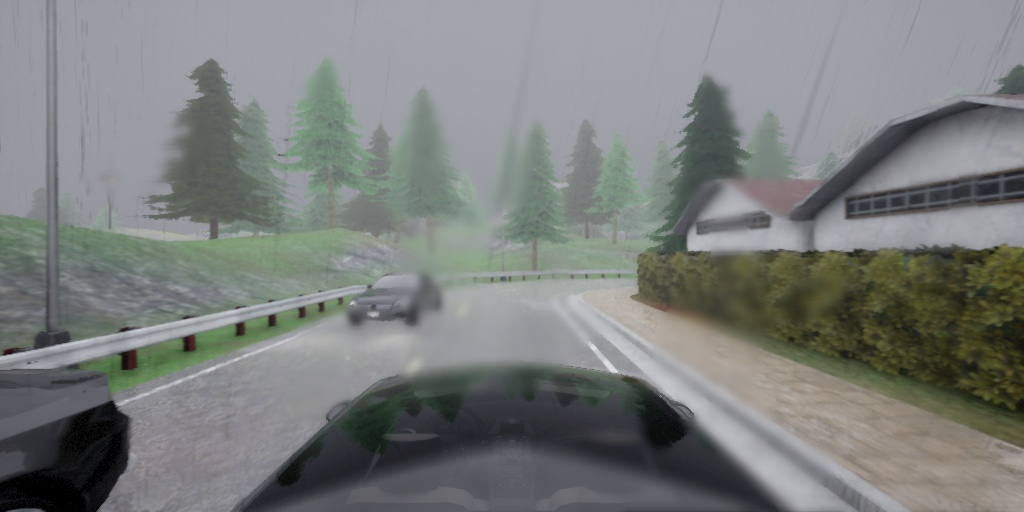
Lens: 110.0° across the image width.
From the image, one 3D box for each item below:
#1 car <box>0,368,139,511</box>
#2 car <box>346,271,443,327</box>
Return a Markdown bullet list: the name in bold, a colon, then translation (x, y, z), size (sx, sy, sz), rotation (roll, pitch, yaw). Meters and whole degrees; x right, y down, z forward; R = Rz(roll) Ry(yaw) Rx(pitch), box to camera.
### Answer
- **car**: translation (-3.590, 1.249, 0.429), size (2.128, 1.511, 4.902), rotation (0, 0, 0)
- **car**: translation (-3.468, 1.229, 11.527), size (1.812, 1.442, 4.674), rotation (0, 0, 2)
